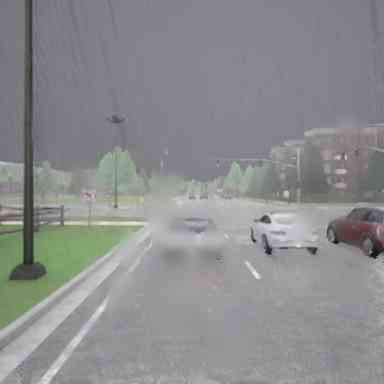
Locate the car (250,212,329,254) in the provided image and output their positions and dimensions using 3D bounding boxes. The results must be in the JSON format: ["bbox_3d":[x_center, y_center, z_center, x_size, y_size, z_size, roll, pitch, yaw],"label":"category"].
[{"bbox_3d":[3.563,1.531,13.396,1.812,1.442,4.674,0,0,0],"label":"car"}]

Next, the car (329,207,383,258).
[{"bbox_3d":[7.060,1.357,12.981,2.097,1.767,4.553,0,0,0],"label":"car"}]

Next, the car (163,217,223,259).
[{"bbox_3d":[0.058,1.606,12.520,1.895,1.301,4.718,0,0,0],"label":"car"}]
